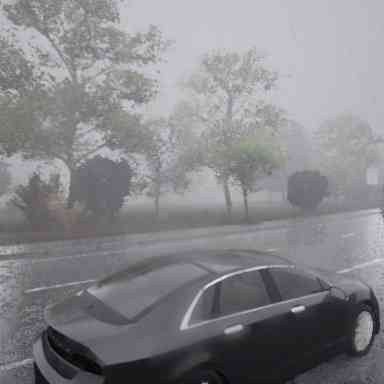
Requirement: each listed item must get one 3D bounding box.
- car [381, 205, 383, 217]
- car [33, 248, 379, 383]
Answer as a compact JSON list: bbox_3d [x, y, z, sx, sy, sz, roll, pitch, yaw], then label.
[{"bbox_3d":[18.812,1.530,30.433,1.837,1.490,4.892,0,0,44],"label":"car"},{"bbox_3d":[0.622,1.514,4.372,4.892,1.490,1.837,0,0,-37],"label":"car"}]
